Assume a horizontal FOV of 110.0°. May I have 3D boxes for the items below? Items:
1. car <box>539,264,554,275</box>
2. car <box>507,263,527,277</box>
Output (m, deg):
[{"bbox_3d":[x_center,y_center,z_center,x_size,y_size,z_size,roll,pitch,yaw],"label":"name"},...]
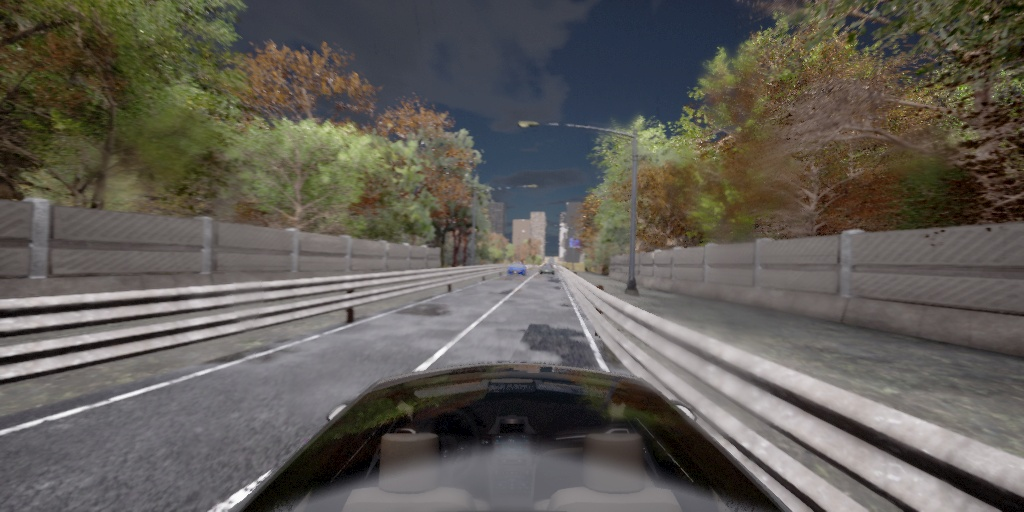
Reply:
[{"bbox_3d":[4.812,1.878,49.259,1.994,1.385,4.181,2,-1,6],"label":"car"},{"bbox_3d":[0.644,1.565,41.808,1.882,1.535,5.008,2,-1,7],"label":"car"}]
